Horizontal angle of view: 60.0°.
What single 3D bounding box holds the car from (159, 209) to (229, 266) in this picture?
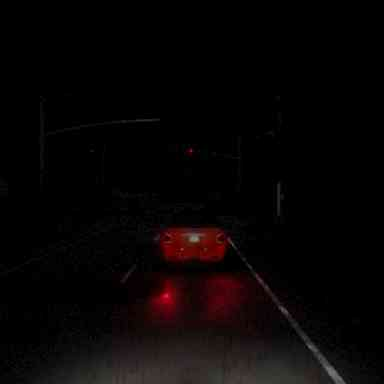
[{"bbox_3d":[0.075,1.376,11.741,2.097,1.767,4.553,0,0,0],"label":"car"}]
